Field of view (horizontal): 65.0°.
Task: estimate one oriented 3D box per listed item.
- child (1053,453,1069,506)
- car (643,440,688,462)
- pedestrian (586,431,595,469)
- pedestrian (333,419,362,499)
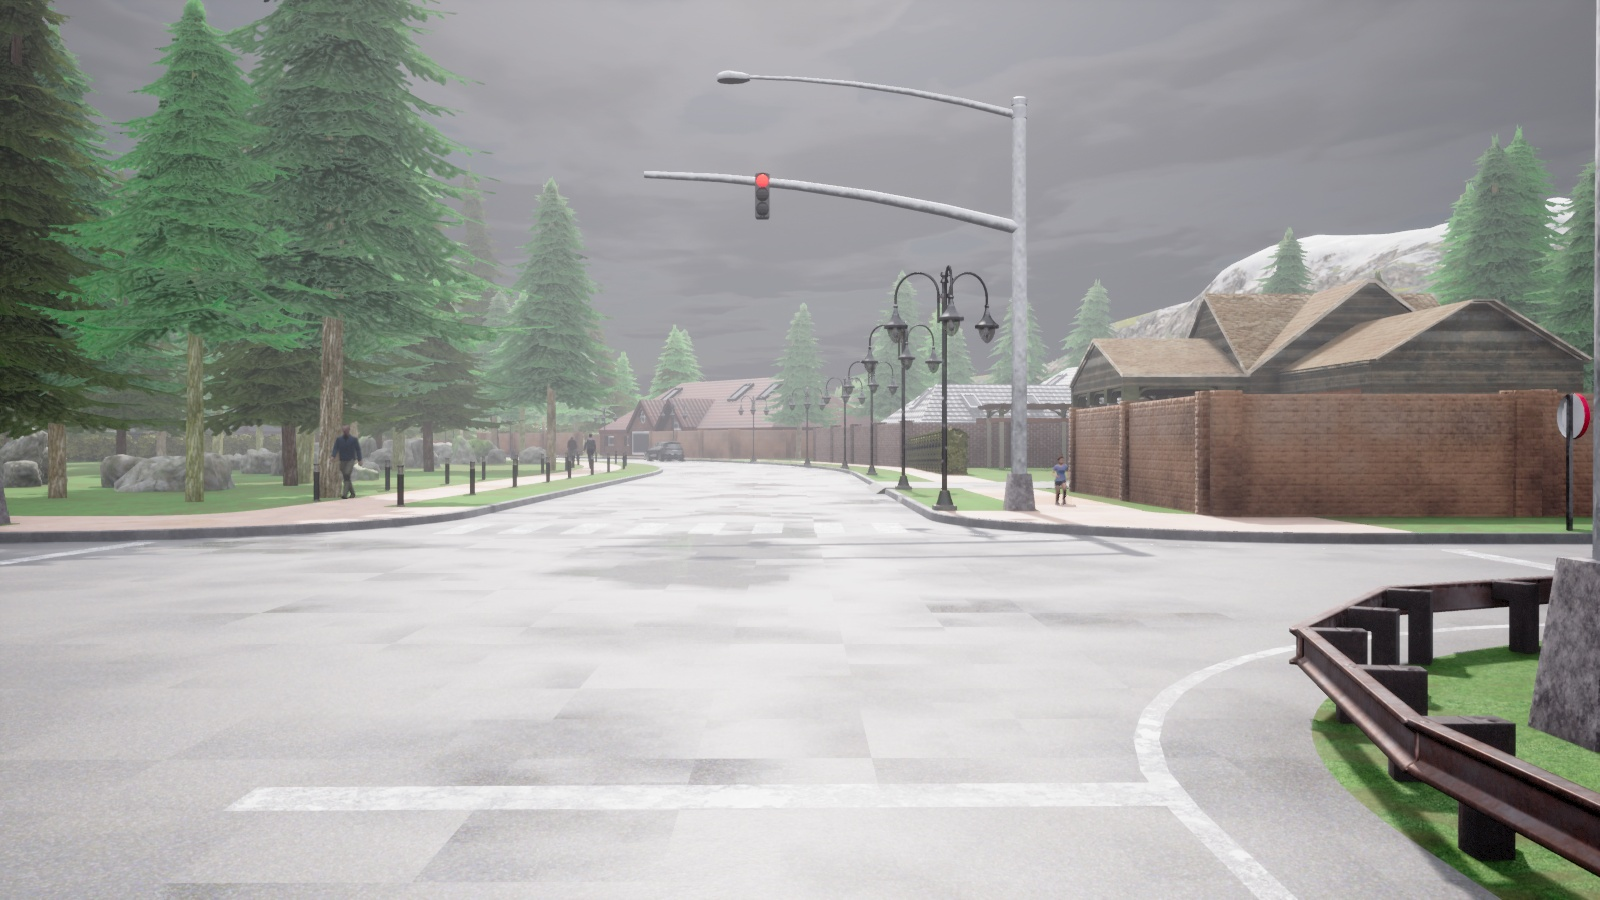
[{"bbox_3d":[5.475,0.618,26.364,0.255,1.110,0.394,0,0,2],"label":"child"},{"bbox_3d":[-10.632,0.082,98.691,2.033,1.649,4.856,0,0,-25],"label":"car"},{"bbox_3d":[-10.822,-0.003,64.945,0.423,1.949,0.788,0,0,-7],"label":"pedestrian"},{"bbox_3d":[-10.519,0.199,29.204,0.402,1.842,0.726,0,0,0],"label":"pedestrian"}]
